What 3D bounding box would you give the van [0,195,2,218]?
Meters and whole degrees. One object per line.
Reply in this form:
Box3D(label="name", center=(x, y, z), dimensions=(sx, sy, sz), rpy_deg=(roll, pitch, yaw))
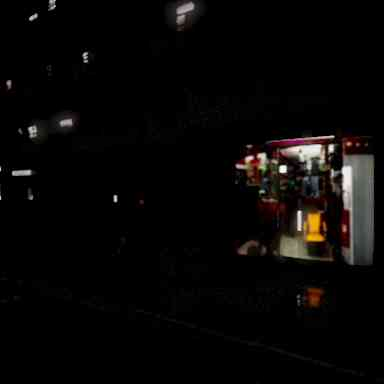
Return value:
Box3D(label="van", center=(-14.400, 1.138, 26.695), dimensions=(1.690, 1.788, 3.998), rpy_deg=(1, 2, 35))
